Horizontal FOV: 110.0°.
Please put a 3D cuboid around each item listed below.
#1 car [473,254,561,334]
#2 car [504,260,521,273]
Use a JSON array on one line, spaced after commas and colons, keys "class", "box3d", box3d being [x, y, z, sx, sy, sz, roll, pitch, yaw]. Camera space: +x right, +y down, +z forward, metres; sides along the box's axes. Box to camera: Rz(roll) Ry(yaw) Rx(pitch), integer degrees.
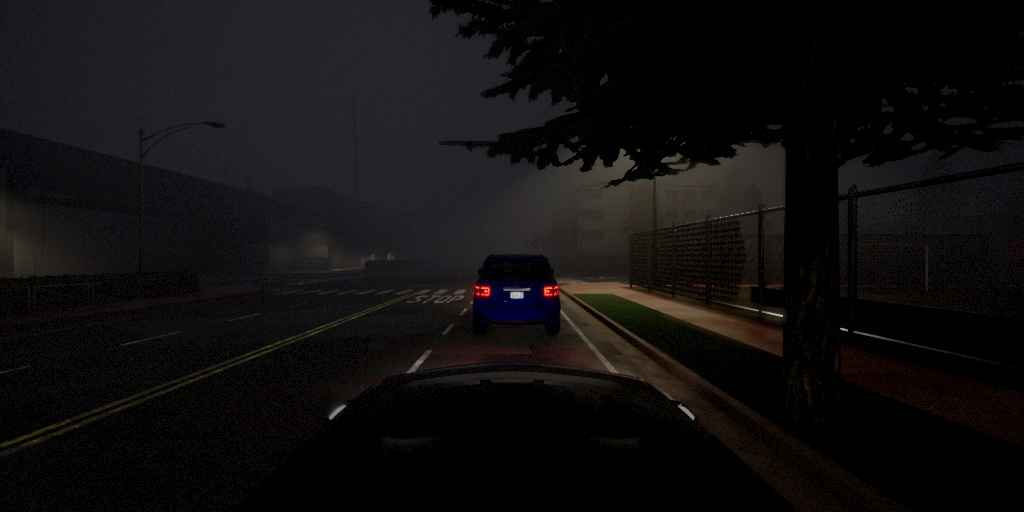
[{"class": "car", "box3d": [0.117, 0.972, 10.707, 2.150, 2.045, 5.566, 0, 0, 0]}, {"class": "car", "box3d": [0.032, 1.242, 45.583, 2.128, 1.511, 4.902, 0, 0, 0]}]
